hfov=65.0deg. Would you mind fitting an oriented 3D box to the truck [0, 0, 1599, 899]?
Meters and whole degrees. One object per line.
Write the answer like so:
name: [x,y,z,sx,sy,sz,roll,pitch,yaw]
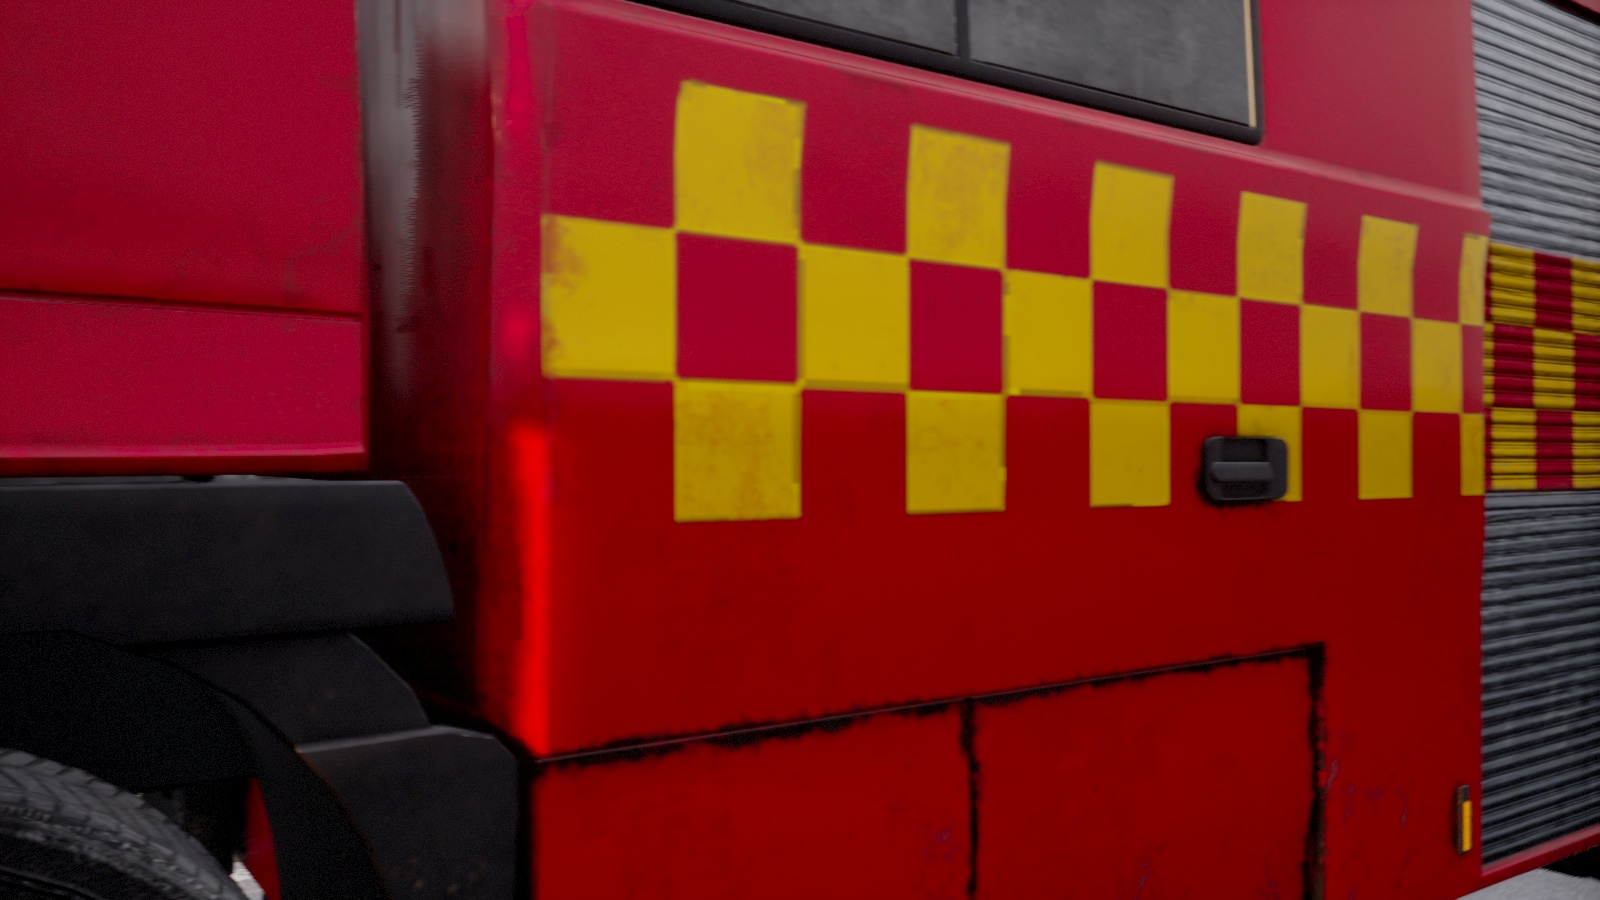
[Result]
truck: [0.027,-0.410,3.682,8.468,3.827,2.891,0,0,-35]
